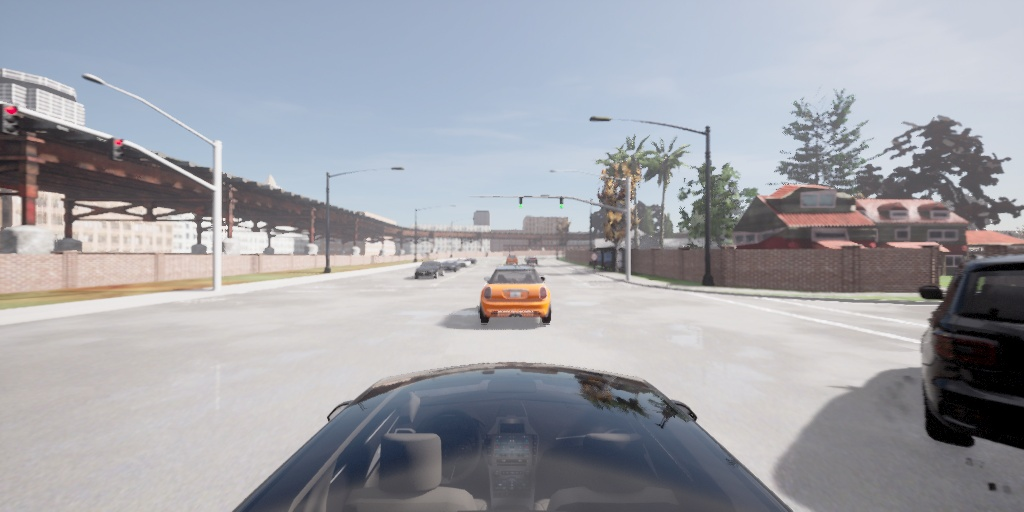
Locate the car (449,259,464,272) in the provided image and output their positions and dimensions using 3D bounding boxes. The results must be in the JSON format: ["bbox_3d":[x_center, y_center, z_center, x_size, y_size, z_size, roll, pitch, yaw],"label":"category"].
[{"bbox_3d":[-7.026,1.122,40.533,1.994,1.385,4.181,0,1,1],"label":"car"}]

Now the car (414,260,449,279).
[{"bbox_3d":[-7.087,1.159,31.186,1.837,1.490,4.892,0,1,0],"label":"car"}]

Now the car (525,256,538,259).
[{"bbox_3d":[3.505,0.704,61.941,2.128,1.511,4.902,0,1,0],"label":"car"}]

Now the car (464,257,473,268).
[{"bbox_3d":[-6.996,1.013,50.498,1.895,1.301,4.718,0,1,0],"label":"car"}]

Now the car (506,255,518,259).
[{"bbox_3d":[0.006,0.550,62.508,2.097,1.767,4.553,0,1,0],"label":"car"}]

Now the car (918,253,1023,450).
[{"bbox_3d":[6.474,0.971,4.127,5.566,2.045,2.150,0,-2,-38],"label":"car"}]

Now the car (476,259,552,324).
[{"bbox_3d":[0.100,1.100,12.151,2.097,1.767,4.553,0,0,0],"label":"car"}]

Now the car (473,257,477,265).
[{"bbox_3d":[-6.995,0.825,60.847,1.895,1.301,4.718,0,1,0],"label":"car"}]
